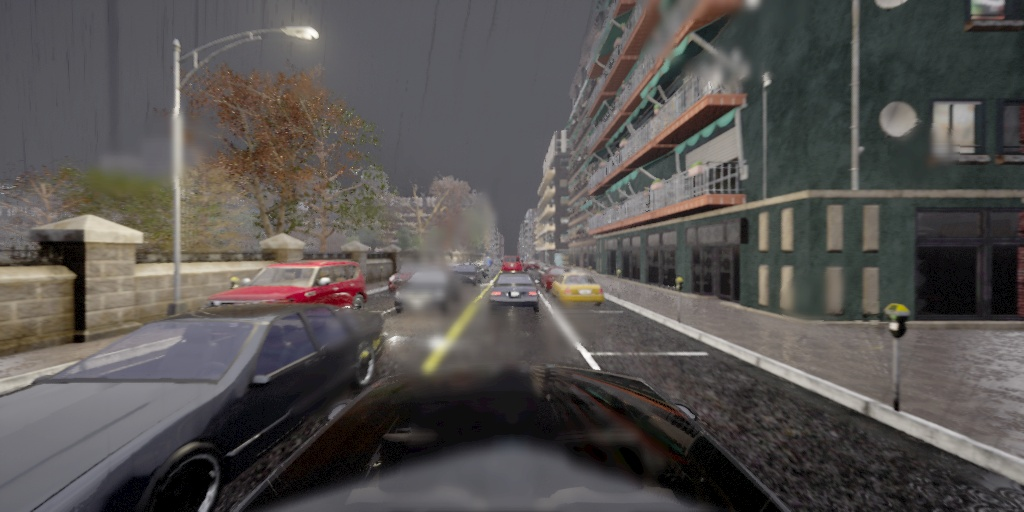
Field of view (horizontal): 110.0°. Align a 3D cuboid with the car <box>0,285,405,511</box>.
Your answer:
[{"bbox_3d":[-3.092,1.298,4.105,2.033,1.411,5.357,0,0,0],"label":"car"}]

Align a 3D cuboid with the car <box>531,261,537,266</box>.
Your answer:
[{"bbox_3d":[2.691,1.310,26.395,2.007,1.370,4.403,0,0,0],"label":"car"}]

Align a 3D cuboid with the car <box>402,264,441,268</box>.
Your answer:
[{"bbox_3d":[-5.690,1.196,20.859,1.967,1.591,4.097,0,0,0],"label":"car"}]

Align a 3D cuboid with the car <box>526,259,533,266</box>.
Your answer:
[{"bbox_3d":[2.691,1.318,48.535,1.888,1.381,4.507,0,0,0],"label":"car"}]

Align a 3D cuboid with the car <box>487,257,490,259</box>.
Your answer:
[{"bbox_3d":[-5.689,1.338,65.140,2.007,1.370,4.403,0,0,0],"label":"car"}]

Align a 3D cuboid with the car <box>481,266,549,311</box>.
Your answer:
[{"bbox_3d":[0.101,1.301,14.331,2.033,1.411,5.357,0,0,0],"label":"car"}]

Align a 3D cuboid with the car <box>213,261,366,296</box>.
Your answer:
[{"bbox_3d":[-5.690,1.066,9.789,2.192,1.841,5.009,0,0,0],"label":"car"}]

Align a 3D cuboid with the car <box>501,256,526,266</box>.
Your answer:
[{"bbox_3d":[0.030,0.990,37.330,2.150,2.045,5.566,0,0,0],"label":"car"}]

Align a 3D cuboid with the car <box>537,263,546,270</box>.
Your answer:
[{"bbox_3d":[2.691,1.302,20.859,1.888,1.381,4.507,0,0,0],"label":"car"}]

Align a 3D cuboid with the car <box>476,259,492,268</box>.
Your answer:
[{"bbox_3d":[-3.000,1.163,30.468,1.895,1.301,4.718,0,0,0],"label":"car"}]

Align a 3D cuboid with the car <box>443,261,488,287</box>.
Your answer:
[{"bbox_3d":[-3.084,1.306,24.762,2.033,1.411,5.357,0,0,0],"label":"car"}]

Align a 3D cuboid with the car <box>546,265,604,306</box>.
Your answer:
[{"bbox_3d":[2.691,1.280,15.494,1.751,1.417,4.829,0,0,0],"label":"car"}]

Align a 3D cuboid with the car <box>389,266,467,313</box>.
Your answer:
[{"bbox_3d":[-3.092,1.279,14.122,1.812,1.442,4.674,0,0,1],"label":"car"}]

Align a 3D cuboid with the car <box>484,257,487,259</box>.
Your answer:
[{"bbox_3d":[-5.689,1.308,59.435,1.751,1.417,4.829,0,0,0],"label":"car"}]
